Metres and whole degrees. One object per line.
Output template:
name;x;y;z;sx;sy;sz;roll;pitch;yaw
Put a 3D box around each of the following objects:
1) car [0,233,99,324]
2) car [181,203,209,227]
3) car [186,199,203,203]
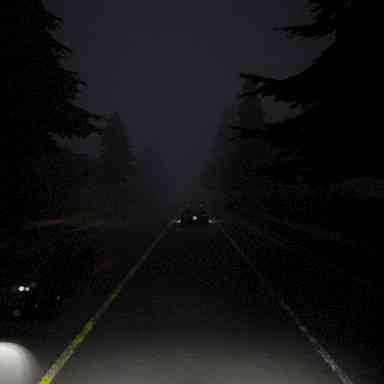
car;-3.472;1.616;7.251;1.994;1.385;4.181;0;0;0
car;0.200;1.741;24.323;1.994;1.385;4.181;0;0;0
car;0.271;1.649;41.114;2.097;1.767;4.553;0;-1;0
